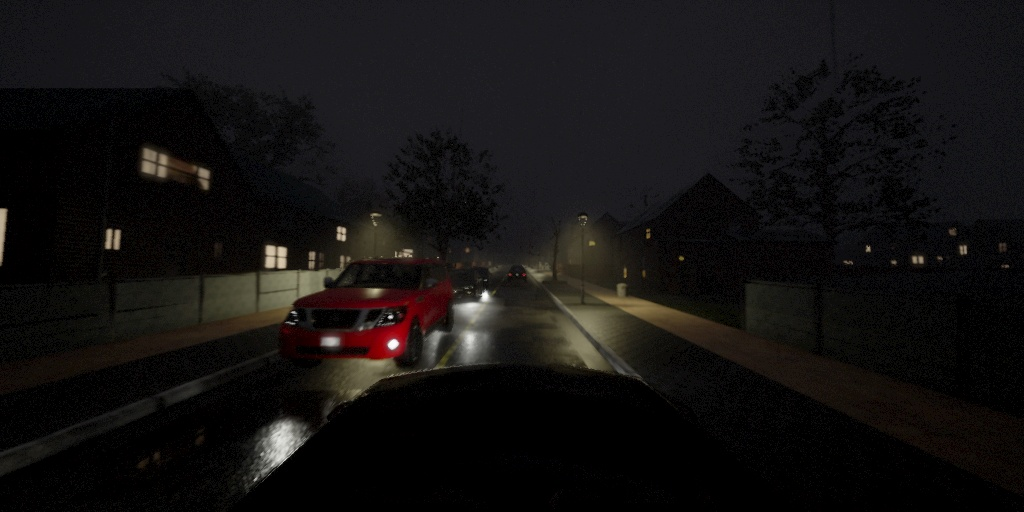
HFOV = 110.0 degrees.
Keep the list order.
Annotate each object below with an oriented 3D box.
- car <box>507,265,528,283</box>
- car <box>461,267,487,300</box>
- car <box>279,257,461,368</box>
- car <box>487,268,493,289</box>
[{"bbox_3d":[0.494,1.689,33.450,2.033,1.411,5.357,0,-1,1],"label":"car"},{"bbox_3d":[-2.621,1.456,19.247,1.837,1.490,4.892,0,-1,1],"label":"car"},{"bbox_3d":[-2.786,1.040,8.385,2.150,2.045,5.566,0,-1,1],"label":"car"},{"bbox_3d":[-2.432,1.558,25.994,1.837,1.490,4.892,0,-1,1],"label":"car"}]
